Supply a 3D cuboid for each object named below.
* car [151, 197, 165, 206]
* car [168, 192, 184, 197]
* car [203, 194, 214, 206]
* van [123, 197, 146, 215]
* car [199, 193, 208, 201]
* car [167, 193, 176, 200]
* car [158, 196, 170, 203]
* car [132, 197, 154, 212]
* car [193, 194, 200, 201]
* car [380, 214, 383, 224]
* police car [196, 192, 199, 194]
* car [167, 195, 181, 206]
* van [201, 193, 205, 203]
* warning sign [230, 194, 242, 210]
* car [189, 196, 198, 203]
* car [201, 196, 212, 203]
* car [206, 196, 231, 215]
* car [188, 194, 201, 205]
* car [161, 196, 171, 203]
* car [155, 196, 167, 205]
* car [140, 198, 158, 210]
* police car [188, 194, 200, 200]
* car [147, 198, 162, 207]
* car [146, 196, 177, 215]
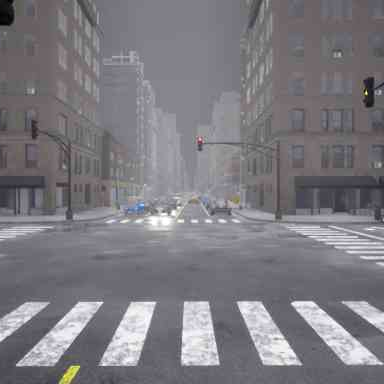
[{"bbox_3d":[-5.670,1.568,56.031,1.947,1.339,4.313,0,0,0],"label":"car"},{"bbox_3d":[-2.903,1.224,54.473,2.150,2.045,5.566,0,0,0],"label":"car"},{"bbox_3d":[2.817,1.443,44.669,1.967,1.590,4.097,0,0,0],"label":"car"},{"bbox_3d":[-5.747,1.343,33.358,1.690,1.788,3.998,0,0,0],"label":"van"},{"bbox_3d":[2.952,1.309,84.354,2.192,1.841,5.009,0,0,0],"label":"car"},{"bbox_3d":[-5.554,1.306,90.041,2.192,1.841,5.009,0,0,0],"label":"car"},{"bbox_3d":[-5.631,1.566,67.367,1.947,1.339,4.313,0,0,0],"label":"car"},{"bbox_3d":[-5.728,1.443,39.026,1.967,1.590,4.097,0,0,0],"label":"car"},{"bbox_3d":[1.090,1.448,89.522,1.801,1.575,5.366,0,0,0],"label":"car"},{"bbox_3d":[14.356,1.520,20.678,4.892,1.490,1.837,0,0,0],"label":"car"},{"bbox_3d":[1.065,1.421,79.427,1.930,1.638,5.238,0,0,-1],"label":"police car"},{"bbox_3d":[-2.952,1.494,43.743,2.128,1.511,4.902,0,0,0],"label":"car"},{"bbox_3d":[2.855,1.344,56.007,1.690,1.788,3.998,0,0,0],"label":"van"},{"bbox_3d":[5.200,1.118,39.317,1.300,1.860,1.060,0,0,0],"label":"warning sign"},{"bbox_3d":[0.293,1.601,69.719,1.895,1.301,4.718,0,0,1],"label":"car"},{"bbox_3d":[2.895,1.551,67.346,2.008,1.369,4.403,0,0,0],"label":"car"},{"bbox_3d":[2.778,1.442,33.331,1.967,1.590,4.097,0,0,0],"label":"car"},{"bbox_3d":[0.302,1.528,59.473,1.812,1.442,4.674,0,0,1],"label":"car"},{"bbox_3d":[-5.612,1.543,73.035,1.887,1.381,4.507,0,0,0],"label":"car"},{"bbox_3d":[-5.651,1.527,61.529,1.752,1.417,4.829,0,0,0],"label":"car"},{"bbox_3d":[-5.708,1.569,44.694,1.947,1.339,4.313,0,0,0],"label":"car"},{"bbox_3d":[0.596,1.414,95.351,1.930,1.638,5.238,0,0,-16],"label":"police car"},{"bbox_3d":[-5.689,1.585,50.363,1.802,1.307,4.206,0,0,0],"label":"car"},{"bbox_3d":[-2.992,1.493,33.498,2.128,1.511,4.902,0,0,0],"label":"car"}]
